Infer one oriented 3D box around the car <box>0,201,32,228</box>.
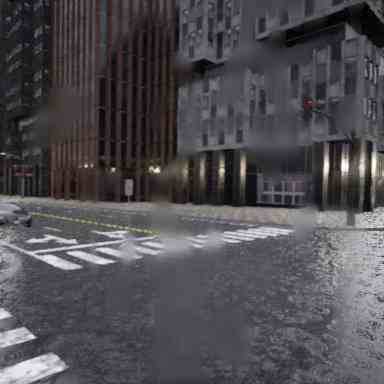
[{"bbox_3d":[-10.731,1.265,18.946,1.812,1.442,4.674,0,1,-45],"label":"car"}]
